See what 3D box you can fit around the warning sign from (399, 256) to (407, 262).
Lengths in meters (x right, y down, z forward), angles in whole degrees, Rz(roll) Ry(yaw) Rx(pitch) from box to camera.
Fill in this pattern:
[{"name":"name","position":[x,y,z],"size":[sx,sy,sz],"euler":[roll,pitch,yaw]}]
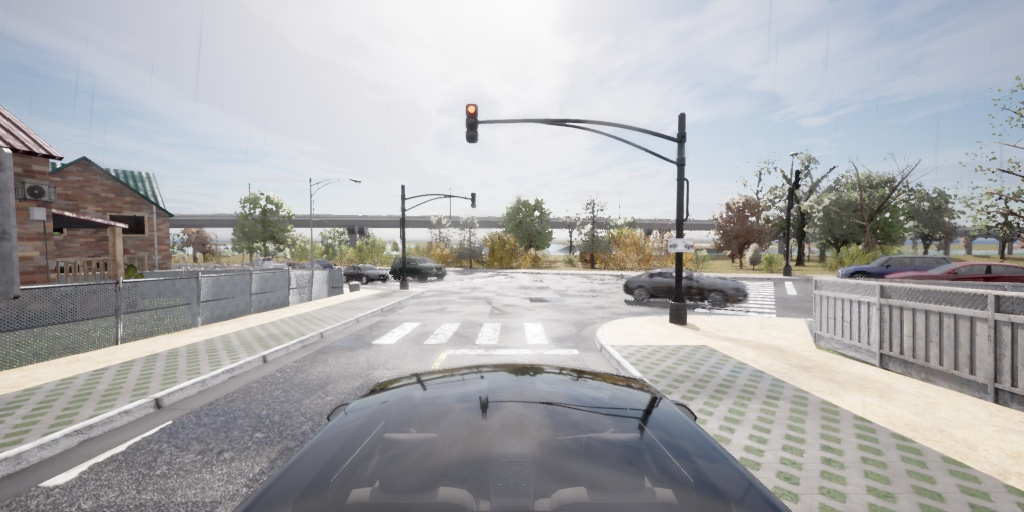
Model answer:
[{"name":"warning sign","position":[-14.238,0.716,46.795],"size":[1.060,1.860,1.300],"euler":[0,0,36]}]

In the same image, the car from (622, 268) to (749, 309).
[{"name":"car","position":[7.261,1.287,15.447],"size":[4.902,1.511,2.128],"euler":[0,2,36]}]

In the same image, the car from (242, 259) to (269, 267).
[{"name":"car","position":[-38.031,1.625,52.529],"size":[4.892,1.490,1.837],"euler":[-1,2,36]}]

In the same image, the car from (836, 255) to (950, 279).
[{"name":"car","position":[19.829,0.754,18.580],"size":[4.553,1.767,2.097],"euler":[0,2,36]}]

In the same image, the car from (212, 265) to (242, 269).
[{"name":"car","position":[-39.915,1.860,49.888],"size":[4.718,1.301,1.895],"euler":[-1,2,36]}]

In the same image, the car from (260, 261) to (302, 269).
[{"name":"car","position":[-25.182,1.592,39.044],"size":[4.674,1.442,1.812],"euler":[0,2,36]}]

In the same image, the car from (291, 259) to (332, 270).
[{"name":"car","position":[-23.796,1.450,42.052],"size":[4.902,1.511,2.128],"euler":[0,2,36]}]

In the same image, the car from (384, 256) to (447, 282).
[{"name":"car","position":[-8.063,1.052,30.588],"size":[5.566,2.045,2.150],"euler":[-1,2,36]}]

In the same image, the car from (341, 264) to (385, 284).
[{"name":"car","position":[-12.199,1.463,29.593],"size":[4.892,1.490,1.837],"euler":[0,2,36]}]

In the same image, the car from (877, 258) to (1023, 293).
[{"name":"car","position":[19.184,0.980,15.037],"size":[5.008,1.535,1.882],"euler":[0,2,36]}]
